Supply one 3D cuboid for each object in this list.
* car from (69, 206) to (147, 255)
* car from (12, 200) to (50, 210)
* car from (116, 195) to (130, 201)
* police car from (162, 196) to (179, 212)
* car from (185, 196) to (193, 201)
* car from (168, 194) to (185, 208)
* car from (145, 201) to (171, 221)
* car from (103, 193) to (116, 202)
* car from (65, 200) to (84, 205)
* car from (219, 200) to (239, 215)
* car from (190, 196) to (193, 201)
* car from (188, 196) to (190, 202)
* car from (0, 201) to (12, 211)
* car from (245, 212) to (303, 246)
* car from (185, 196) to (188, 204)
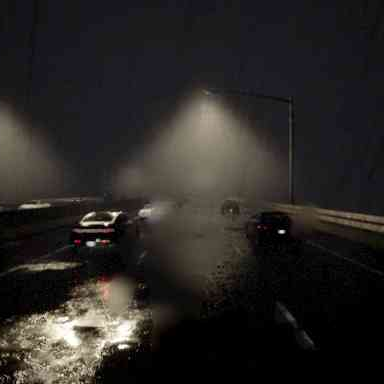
[{"bbox_3d":[-3.335,1.519,13.441,2.128,1.511,4.902,0,-1,0],"label":"car"},{"bbox_3d":[-17.194,1.623,36.421,1.812,1.442,4.674,0,0,1],"label":"car"},{"bbox_3d":[-15.737,1.683,77.888,1.812,1.442,4.674,0,0,2],"label":"car"},{"bbox_3d":[-3.018,1.624,40.415,2.038,1.542,4.974,0,0,1],"label":"police car"},{"bbox_3d":[-0.851,1.927,95.210,2.033,1.411,5.357,0,0,3],"label":"car"},{"bbox_3d":[-2.723,1.383,51.410,2.150,2.045,5.566,0,0,2],"label":"car"},{"bbox_3d":[-3.160,1.674,27.917,1.895,1.301,4.718,0,0,1],"label":"car"},{"bbox_3d":[-19.216,1.370,78.434,2.150,2.045,5.566,0,0,2],"label":"car"},{"bbox_3d":[-13.635,1.672,38.988,1.994,1.385,4.181,0,0,1],"label":"car"},{"bbox_3d":[3.995,1.611,36.082,1.837,1.490,4.892,0,0,1],"label":"car"},{"bbox_3d":[-1.423,1.812,84.256,2.128,1.511,4.902,0,0,3],"label":"car"},{"bbox_3d":[-1.926,1.787,73.300,1.812,1.442,4.674,0,0,2],"label":"car"},{"bbox_3d":[-20.679,1.662,37.031,1.994,1.385,4.181,0,0,1],"label":"car"},{"bbox_3d":[3.683,1.602,15.586,1.994,1.385,4.181,0,0,1],"label":"car"},{"bbox_3d":[-2.353,1.667,62.531,1.801,1.575,5.366,0,0,2],"label":"car"}]
